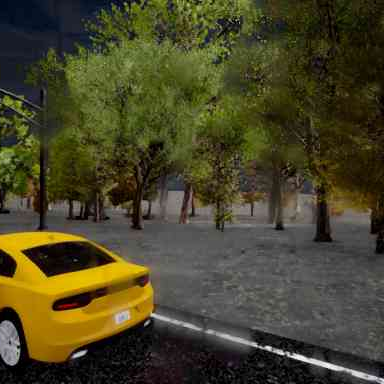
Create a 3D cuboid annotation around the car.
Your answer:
[{"bbox_3d":[-2.922,1.444,5.765,5.008,1.535,1.882,1,0,35],"label":"car"}]
